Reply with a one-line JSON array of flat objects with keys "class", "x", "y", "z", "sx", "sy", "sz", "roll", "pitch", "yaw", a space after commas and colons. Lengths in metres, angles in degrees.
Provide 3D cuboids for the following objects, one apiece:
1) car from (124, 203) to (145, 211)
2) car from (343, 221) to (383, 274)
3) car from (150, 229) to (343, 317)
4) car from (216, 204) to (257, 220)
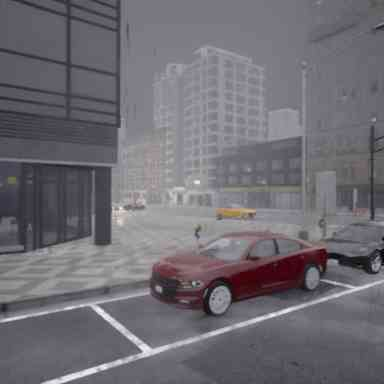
[{"class": "car", "x": -9.341, "y": 2.412, "z": 54.181, "sx": 1.895, "sy": 1.301, "sz": 4.718, "roll": 0, "pitch": -1, "yaw": -35}, {"class": "car", "x": 5.813, "y": 1.646, "z": 10.796, "sx": 4.313, "sy": 1.339, "sz": 1.947, "roll": 1, "pitch": -1, "yaw": -35}, {"class": "car", "x": 1.217, "y": 1.584, "z": 7.519, "sx": 4.507, "sy": 1.381, "sz": 1.887, "roll": 1, "pitch": -1, "yaw": -35}, {"class": "car", "x": 4.521, "y": 2.001, "z": 34.459, "sx": 1.882, "sy": 1.535, "sz": 5.008, "roll": 0, "pitch": -1, "yaw": -35}]
